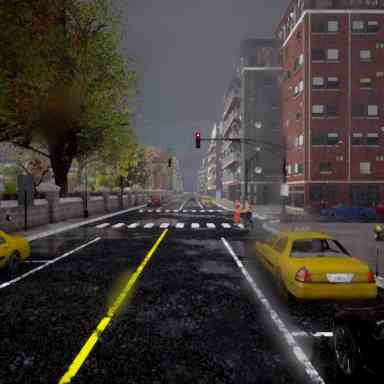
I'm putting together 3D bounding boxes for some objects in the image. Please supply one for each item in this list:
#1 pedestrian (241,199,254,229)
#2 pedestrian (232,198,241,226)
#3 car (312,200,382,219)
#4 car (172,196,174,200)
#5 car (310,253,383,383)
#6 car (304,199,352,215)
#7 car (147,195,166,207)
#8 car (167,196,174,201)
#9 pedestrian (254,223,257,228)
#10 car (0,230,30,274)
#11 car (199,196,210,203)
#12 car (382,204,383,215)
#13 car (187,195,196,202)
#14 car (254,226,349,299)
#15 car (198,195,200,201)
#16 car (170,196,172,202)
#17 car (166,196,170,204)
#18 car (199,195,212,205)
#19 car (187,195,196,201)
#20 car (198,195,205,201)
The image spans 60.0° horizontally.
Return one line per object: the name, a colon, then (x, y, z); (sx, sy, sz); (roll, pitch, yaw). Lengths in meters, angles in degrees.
pedestrian: (3.394, 1.297, 20.366); (0.375, 1.860, 0.375); (0, 0, 0)
pedestrian: (3.001, 1.298, 21.566); (0.375, 1.860, 0.375); (0, 0, 0)
car: (15.085, 1.848, 32.584); (5.357, 1.411, 2.033); (1, 0, 0)
car: (-5.795, 1.628, 79.410); (1.802, 1.307, 4.206); (0, 0, 0)
car: (2.685, 1.566, 2.549); (1.947, 1.339, 4.313); (0, 0, 0)
car: (14.570, 1.597, 35.188); (5.009, 1.841, 2.192); (1, -1, 0)
car: (-5.761, 1.333, 51.735); (2.192, 1.841, 5.009); (0, 0, 0)
car: (-5.809, 1.641, 90.481); (1.802, 1.307, 4.206); (0, 0, 0)
pedestrian: (3.746, 1.577, 20.968); (0.375, 1.300, 0.375); (0, 0, 0)
car: (-5.703, 1.526, 7.998); (1.752, 1.417, 4.829); (0, 0, 0)
car: (2.599, 1.585, 68.352); (2.008, 1.369, 4.403); (0, 0, 0)
car: (20.260, 1.930, 35.210); (4.507, 1.381, 1.887); (1, -1, 0)
car: (-0.098, 1.590, 77.468); (1.994, 1.385, 4.181); (0, 0, 0)
car: (2.677, 1.526, 8.350); (1.752, 1.417, 4.829); (0, 0, 0)
car: (2.606, 1.573, 62.816); (1.887, 1.381, 4.507); (0, 0, 0)
car: (-5.781, 1.579, 68.340); (1.887, 1.381, 4.507); (0, 0, 0)
car: (-5.775, 1.469, 62.805); (1.967, 1.590, 4.097); (0, 0, 0)
car: (2.613, 1.549, 57.451); (1.752, 1.417, 4.829); (0, 0, 0)
car: (-0.112, 1.492, 87.479); (2.128, 1.511, 4.902); (0, 0, 0)
car: (2.571, 1.604, 90.492); (1.887, 1.381, 4.507); (0, 0, 0)
